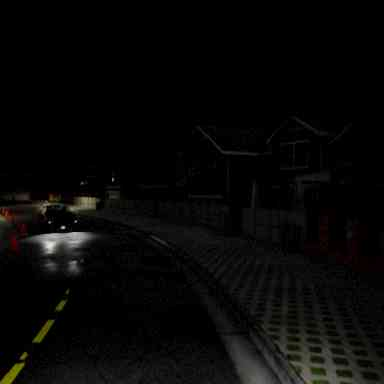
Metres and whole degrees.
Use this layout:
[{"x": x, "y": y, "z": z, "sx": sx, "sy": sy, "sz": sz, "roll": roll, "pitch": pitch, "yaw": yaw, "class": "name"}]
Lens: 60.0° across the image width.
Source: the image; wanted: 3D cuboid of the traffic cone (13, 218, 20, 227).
[{"x": -11.076, "y": 1.926, "z": 21.276, "sx": 0.340, "sy": 0.580, "sz": 0.340, "roll": 0, "pitch": 0, "yaw": -32, "class": "traffic cone"}]

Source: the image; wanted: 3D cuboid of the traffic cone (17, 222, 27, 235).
[{"x": -8.707, "y": 1.932, "z": 17.162, "sx": 0.340, "sy": 0.580, "sz": 0.340, "roll": 0, "pitch": 0, "yaw": -27, "class": "traffic cone"}]

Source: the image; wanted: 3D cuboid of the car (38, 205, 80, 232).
[{"x": -8.228, "y": 1.520, "z": 20.230, "sx": 2.033, "sy": 1.411, "sz": 5.357, "roll": 0, "pitch": 0, "yaw": -29, "class": "car"}]

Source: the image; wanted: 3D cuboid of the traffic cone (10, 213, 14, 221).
[{"x": -13.759, "y": 1.921, "z": 25.496, "sx": 0.340, "sy": 0.580, "sz": 0.340, "roll": 0, "pitch": 0, "yaw": -32, "class": "traffic cone"}]

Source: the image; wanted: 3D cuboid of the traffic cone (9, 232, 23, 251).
[{"x": -6.838, "y": 1.938, "z": 12.836, "sx": 0.340, "sy": 0.580, "sz": 0.340, "roll": 0, "pitch": 0, "yaw": -20, "class": "traffic cone"}]

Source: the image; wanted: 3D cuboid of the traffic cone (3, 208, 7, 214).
[{"x": -16.442, "y": 1.915, "z": 29.715, "sx": 0.340, "sy": 0.580, "sz": 0.340, "roll": 0, "pitch": 0, "yaw": -32, "class": "traffic cone"}]
